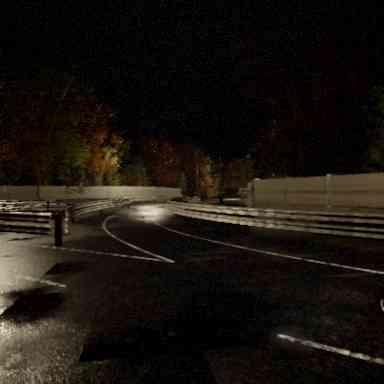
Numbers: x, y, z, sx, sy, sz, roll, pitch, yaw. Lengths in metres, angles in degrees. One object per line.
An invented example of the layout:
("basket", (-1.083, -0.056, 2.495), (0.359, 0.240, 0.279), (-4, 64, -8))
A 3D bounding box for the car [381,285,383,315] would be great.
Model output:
("car", (5.251, 1.432, 4.316), (4.892, 1.490, 1.837), (-1, 0, 36))

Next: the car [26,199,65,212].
("car", (-17.252, 1.604, 39.602), (4.674, 1.442, 1.812), (-1, 0, -45))
